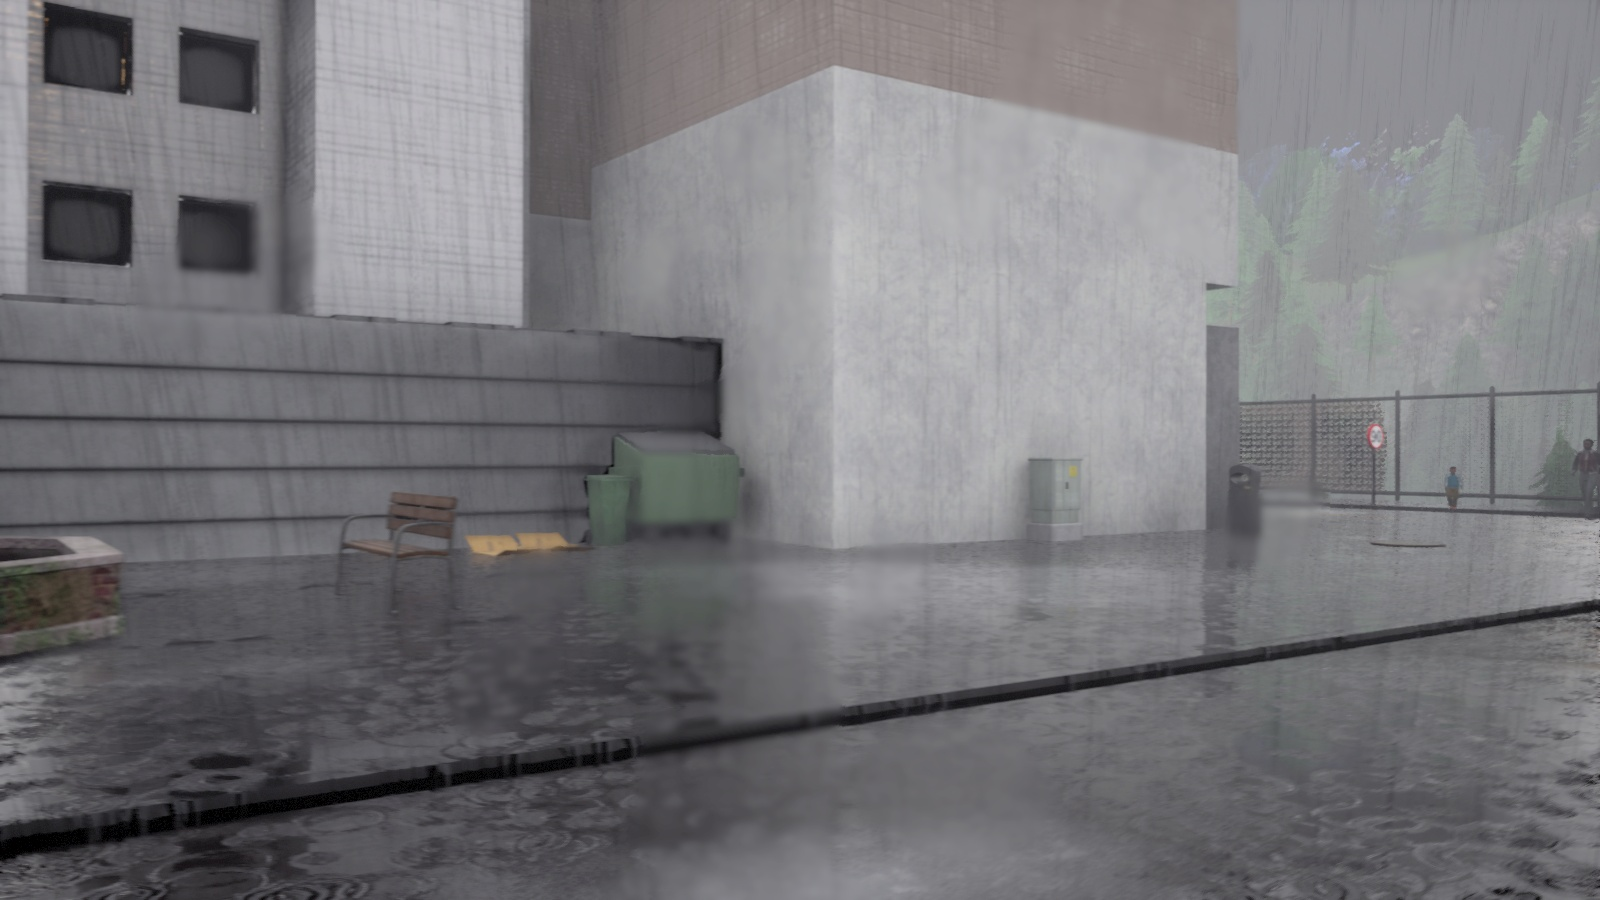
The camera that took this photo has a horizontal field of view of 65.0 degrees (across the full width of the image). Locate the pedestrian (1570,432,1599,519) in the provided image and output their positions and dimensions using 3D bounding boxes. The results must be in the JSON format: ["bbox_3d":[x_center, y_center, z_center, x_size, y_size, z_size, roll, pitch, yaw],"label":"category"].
[{"bbox_3d":[17.752,0.564,28.338,0.666,1.930,0.402,0,0,-34],"label":"pedestrian"}]

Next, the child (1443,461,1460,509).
[{"bbox_3d":[16.521,0.880,31.831,0.343,1.192,0.448,0,0,31],"label":"child"}]
